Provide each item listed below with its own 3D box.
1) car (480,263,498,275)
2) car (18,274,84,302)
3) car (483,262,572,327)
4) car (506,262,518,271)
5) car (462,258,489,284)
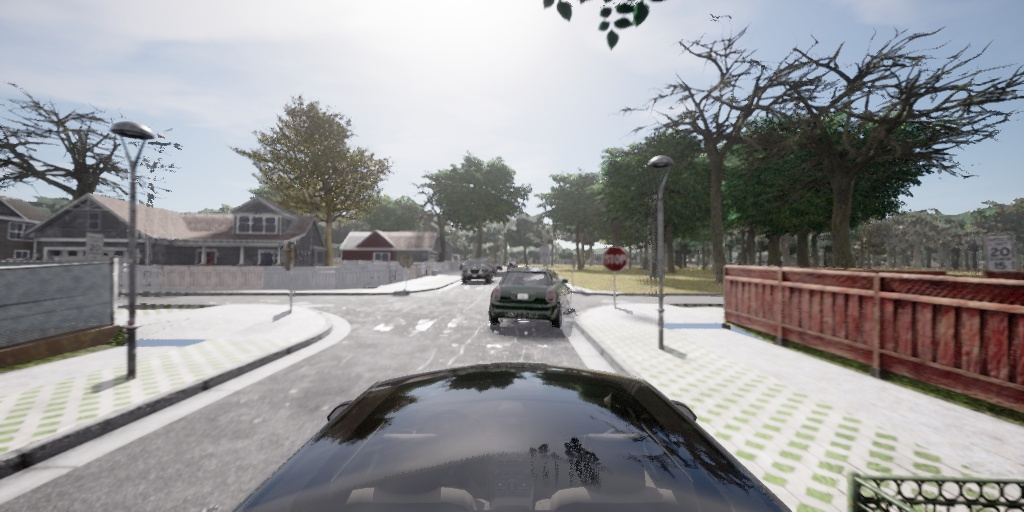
[{"bbox_3d":[-2.884,1.672,46.503,2.033,1.411,5.357,0,-1,0],"label":"car"},{"bbox_3d":[-18.262,1.015,13.043,4.902,1.511,2.128,1,-2,-10],"label":"car"},{"bbox_3d":[0.794,1.160,12.199,2.097,1.767,4.553,1,0,13],"label":"car"},{"bbox_3d":[-0.001,1.791,61.021,1.837,1.490,4.892,0,-1,0],"label":"car"},{"bbox_3d":[-2.870,1.185,30.182,2.150,2.045,5.566,0,-1,0],"label":"car"}]
